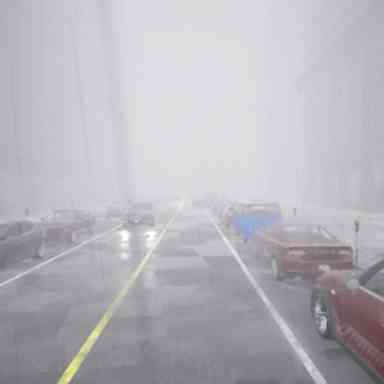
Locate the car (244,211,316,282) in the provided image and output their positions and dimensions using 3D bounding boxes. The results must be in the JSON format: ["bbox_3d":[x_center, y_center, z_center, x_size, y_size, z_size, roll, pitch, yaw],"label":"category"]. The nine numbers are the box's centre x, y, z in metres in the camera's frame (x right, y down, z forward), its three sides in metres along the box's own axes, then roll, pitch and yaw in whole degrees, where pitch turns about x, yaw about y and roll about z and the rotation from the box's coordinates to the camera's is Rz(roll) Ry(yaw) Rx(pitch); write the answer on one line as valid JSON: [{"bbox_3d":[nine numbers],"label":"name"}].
[{"bbox_3d":[2.856,1.477,9.439,1.887,1.381,4.507,0,0,0],"label":"car"}]

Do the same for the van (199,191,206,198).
[{"bbox_3d":[2.883,0.689,88.517,1.690,1.788,3.998,0,0,0],"label":"van"}]

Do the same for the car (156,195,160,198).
[{"bbox_3d":[-5.658,1.275,43.330,1.802,1.307,4.206,0,0,0],"label":"car"}]

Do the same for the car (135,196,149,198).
[{"bbox_3d":[-5.662,1.212,32.032,1.967,1.590,4.097,0,0,0],"label":"car"}]

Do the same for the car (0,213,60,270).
[{"bbox_3d":[-5.669,1.498,9.438,1.947,1.339,4.313,0,0,0],"label":"car"}]

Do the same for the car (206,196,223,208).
[{"bbox_3d":[2.867,1.238,43.330,1.887,1.381,4.507,0,0,0],"label":"car"}]

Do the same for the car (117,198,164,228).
[{"bbox_3d":[-3.092,1.355,20.983,1.837,1.490,4.892,0,0,0],"label":"car"}]

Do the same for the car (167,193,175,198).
[{"bbox_3d":[-5.641,0.914,88.522,1.947,1.339,4.313,0,0,0],"label":"car"}]

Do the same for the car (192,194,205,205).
[{"bbox_3d":[0.917,1.153,49.908,1.837,1.490,4.892,0,0,0],"label":"car"}]

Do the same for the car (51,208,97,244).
[{"bbox_3d":[-5.667,1.437,15.086,1.887,1.381,4.507,0,0,0],"label":"car"}]

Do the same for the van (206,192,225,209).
[{"bbox_3d":[2.863,1.074,37.680,1.690,1.788,3.998,0,0,0],"label":"van"}]

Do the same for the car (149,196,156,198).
[{"bbox_3d":[-5.660,1.284,37.681,2.008,1.369,4.403,0,0,0],"label":"car"}]

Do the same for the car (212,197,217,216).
[{"bbox_3d":[2.861,1.357,26.385,1.887,1.381,4.507,0,0,0],"label":"car"}]

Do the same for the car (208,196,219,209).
[{"bbox_3d":[2.863,1.338,32.033,1.947,1.339,4.313,0,0,0],"label":"car"}]

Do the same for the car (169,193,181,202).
[{"bbox_3d":[-3.010,1.051,62.403,2.128,1.511,4.902,0,0,1],"label":"car"}]

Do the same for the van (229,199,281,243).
[{"bbox_3d":[2.856,1.233,15.086,1.690,1.788,3.998,0,0,0],"label":"van"}]

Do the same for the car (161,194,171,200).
[{"bbox_3d":[-5.647,1.069,71.574,1.802,1.307,4.206,0,0,0],"label":"car"}]

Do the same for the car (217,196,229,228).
[{"bbox_3d":[2.859,1.292,20.736,1.967,1.590,4.097,0,0,0],"label":"car"}]

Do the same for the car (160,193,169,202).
[{"bbox_3d":[-5.652,1.118,60.277,1.887,1.381,4.507,0,0,0],"label":"car"}]

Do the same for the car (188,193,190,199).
[{"bbox_3d":[0.026,0.831,75.290,2.128,1.511,4.902,0,0,0],"label":"car"}]

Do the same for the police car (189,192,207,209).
[{"bbox_3d":[0.914,1.142,40.018,1.930,1.638,5.238,0,0,0],"label":"police car"}]

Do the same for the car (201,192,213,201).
[{"bbox_3d":[2.874,0.846,65.922,2.192,1.841,5.009,0,0,0],"label":"car"}]

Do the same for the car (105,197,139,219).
[{"bbox_3d":[-5.664,1.363,26.384,2.008,1.369,4.403,0,0,0],"label":"car"}]

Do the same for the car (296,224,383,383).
[{"bbox_3d":[2.853,1.412,3.790,1.967,1.590,4.097,0,0,0],"label":"car"}]

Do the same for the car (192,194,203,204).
[{"bbox_3d":[0.919,1.110,55.907,1.837,1.490,4.892,0,0,0],"label":"car"}]

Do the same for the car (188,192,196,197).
[{"bbox_3d":[0.032,0.738,91.320,1.994,1.385,4.181,0,0,0],"label":"car"}]
